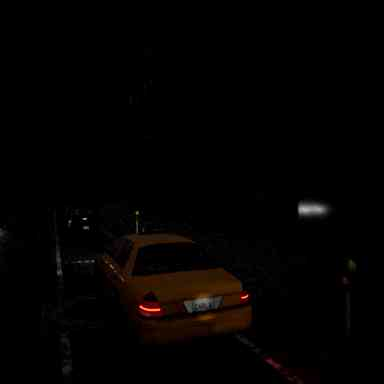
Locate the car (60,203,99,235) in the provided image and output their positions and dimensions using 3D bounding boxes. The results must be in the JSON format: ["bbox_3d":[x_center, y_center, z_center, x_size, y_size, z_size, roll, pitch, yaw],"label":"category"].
[{"bbox_3d":[-6.151,1.551,18.660,2.008,1.369,4.403,0,0,-23],"label":"car"}]

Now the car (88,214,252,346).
[{"bbox_3d":[-0.844,1.457,6.737,1.801,1.575,5.366,0,0,-23],"label":"car"}]

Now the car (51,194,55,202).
[{"bbox_3d":[-31.891,1.469,79.418,1.967,1.590,4.097,0,0,-24],"label":"car"}]

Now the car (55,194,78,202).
[{"bbox_3d":[-12.549,1.316,33.946,2.192,1.841,5.009,0,0,-23],"label":"car"}]

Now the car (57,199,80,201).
[{"bbox_3d":[-10.416,1.567,28.851,1.947,1.339,4.313,0,0,-23],"label":"car"}]

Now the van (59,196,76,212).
[{"bbox_3d":[-14.681,1.343,39.042,1.690,1.788,3.998,0,0,-23],"label":"van"}]

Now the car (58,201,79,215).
[{"bbox_3d":[-8.283,1.552,23.755,2.008,1.369,4.403,0,0,-23],"label":"car"}]
